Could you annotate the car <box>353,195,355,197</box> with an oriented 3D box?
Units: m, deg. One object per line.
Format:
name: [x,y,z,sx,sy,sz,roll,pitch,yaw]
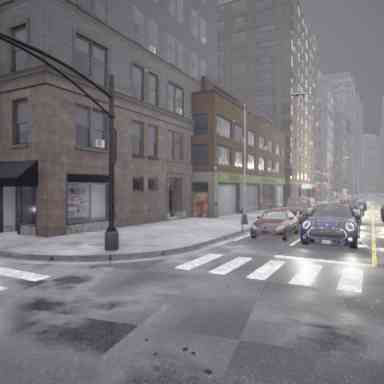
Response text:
car: [27.992,1.412,60.428,1.967,1.590,4.097,0,0,28]

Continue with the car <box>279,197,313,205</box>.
car: [6.832,1.255,21.257,2.192,1.841,5.009,0,0,28]

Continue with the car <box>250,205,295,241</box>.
car: [4.189,1.521,16.361,1.802,1.307,4.206,0,0,28]

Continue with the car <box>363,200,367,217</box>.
car: [10.516,1.453,22.636,2.128,1.511,4.902,1,0,28]

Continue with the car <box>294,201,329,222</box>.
car: [9.478,1.486,26.153,1.887,1.381,4.507,0,0,28]

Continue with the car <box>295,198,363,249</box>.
car: [6.172,1.313,14.603,2.097,1.767,4.553,1,0,28]

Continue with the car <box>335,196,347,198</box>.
car: [17.412,1.502,40.841,2.008,1.369,4.403,0,0,28]

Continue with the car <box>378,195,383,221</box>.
car: [15.957,1.342,25.987,2.097,1.767,4.553,1,0,28]

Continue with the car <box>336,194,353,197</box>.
car: [22.701,1.277,50.635,2.192,1.841,5.009,0,0,28]
